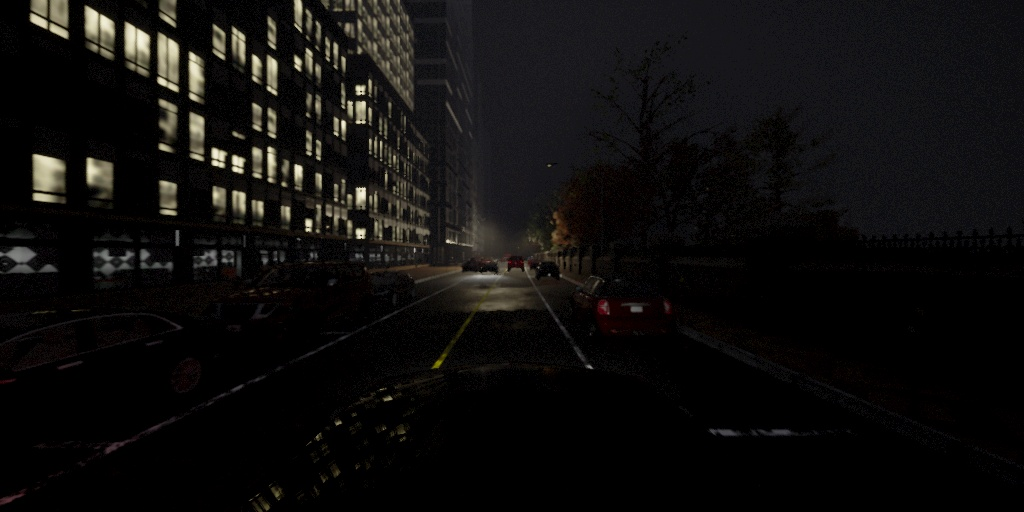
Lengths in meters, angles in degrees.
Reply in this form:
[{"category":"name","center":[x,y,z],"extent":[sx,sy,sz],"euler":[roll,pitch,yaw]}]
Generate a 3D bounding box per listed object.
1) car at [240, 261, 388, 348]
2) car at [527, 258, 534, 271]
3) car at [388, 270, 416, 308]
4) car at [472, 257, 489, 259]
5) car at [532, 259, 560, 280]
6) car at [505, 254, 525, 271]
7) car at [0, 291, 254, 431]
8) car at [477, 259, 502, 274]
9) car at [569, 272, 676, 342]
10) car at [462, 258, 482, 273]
[{"category":"car","center":[-5.296,1.058,9.357],"extent":[2.192,1.841,5.009],"euler":[0,0,0]},{"category":"car","center":[3.286,1.267,49.250],"extent":[1.888,1.381,4.507],"euler":[0,0,1]},{"category":"car","center":[-5.266,1.290,14.993],"extent":[2.007,1.370,4.403],"euler":[0,0,0]},{"category":"car","center":[-4.752,1.034,48.753],"extent":[2.192,1.841,5.009],"euler":[0,0,1]},{"category":"car","center":[2.966,1.238,30.610],"extent":[1.837,1.490,4.892],"euler":[0,0,1]},{"category":"car","center":[0.546,0.946,47.101],"extent":[2.150,2.045,5.566],"euler":[0,0,2]},{"category":"car","center":[-5.314,1.298,3.727],"extent":[2.007,1.370,4.403],"euler":[0,0,0]},{"category":"car","center":[-2.460,1.326,39.962],"extent":[1.895,1.301,4.718],"euler":[0,0,1]},{"category":"car","center":[2.731,1.185,9.749],"extent":[1.967,1.591,4.097],"euler":[0,0,0]},{"category":"car","center":[-4.876,1.267,43.128],"extent":[1.888,1.381,4.507],"euler":[0,0,1]}]
